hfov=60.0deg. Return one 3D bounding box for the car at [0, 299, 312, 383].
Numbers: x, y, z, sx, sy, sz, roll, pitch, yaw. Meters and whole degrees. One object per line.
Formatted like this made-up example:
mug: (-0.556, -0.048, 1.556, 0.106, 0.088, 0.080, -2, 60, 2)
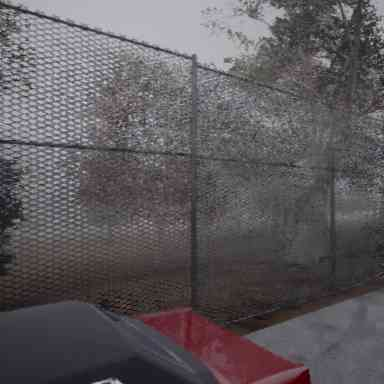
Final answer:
car: (-1.431, 1.601, 2.049, 4.718, 1.301, 1.895, 0, 0, -35)
